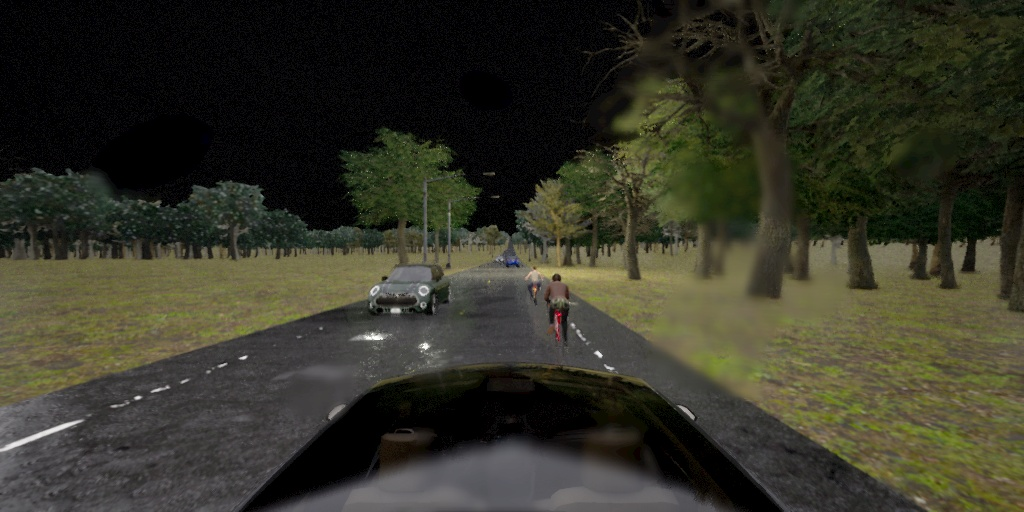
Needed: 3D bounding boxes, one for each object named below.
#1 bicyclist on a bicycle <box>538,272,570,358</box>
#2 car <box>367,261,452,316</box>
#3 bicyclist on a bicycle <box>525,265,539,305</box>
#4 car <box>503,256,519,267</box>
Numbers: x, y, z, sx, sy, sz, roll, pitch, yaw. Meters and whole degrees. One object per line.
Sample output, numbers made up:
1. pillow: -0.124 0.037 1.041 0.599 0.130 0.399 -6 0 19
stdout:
1. bicyclist on a bicycle: 0.959 1.202 7.519 0.582 1.620 1.656 0 0 0
2. car: -3.609 1.100 13.360 2.097 1.767 4.553 0 0 0
3. bicyclist on a bicycle: 0.942 1.185 14.945 0.866 1.612 1.509 0 0 0
4. car: 0.072 0.996 64.744 2.150 2.045 5.566 0 0 -3
